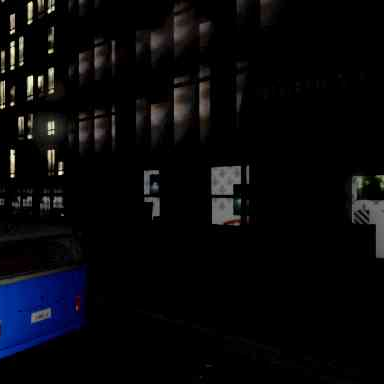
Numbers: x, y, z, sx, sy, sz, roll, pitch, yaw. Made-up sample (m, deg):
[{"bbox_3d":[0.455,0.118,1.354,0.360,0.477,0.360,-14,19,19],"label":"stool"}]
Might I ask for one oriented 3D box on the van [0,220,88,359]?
[{"bbox_3d":[-3.431,1.341,5.331,3.998,1.788,1.690,0,0,36],"label":"van"}]
